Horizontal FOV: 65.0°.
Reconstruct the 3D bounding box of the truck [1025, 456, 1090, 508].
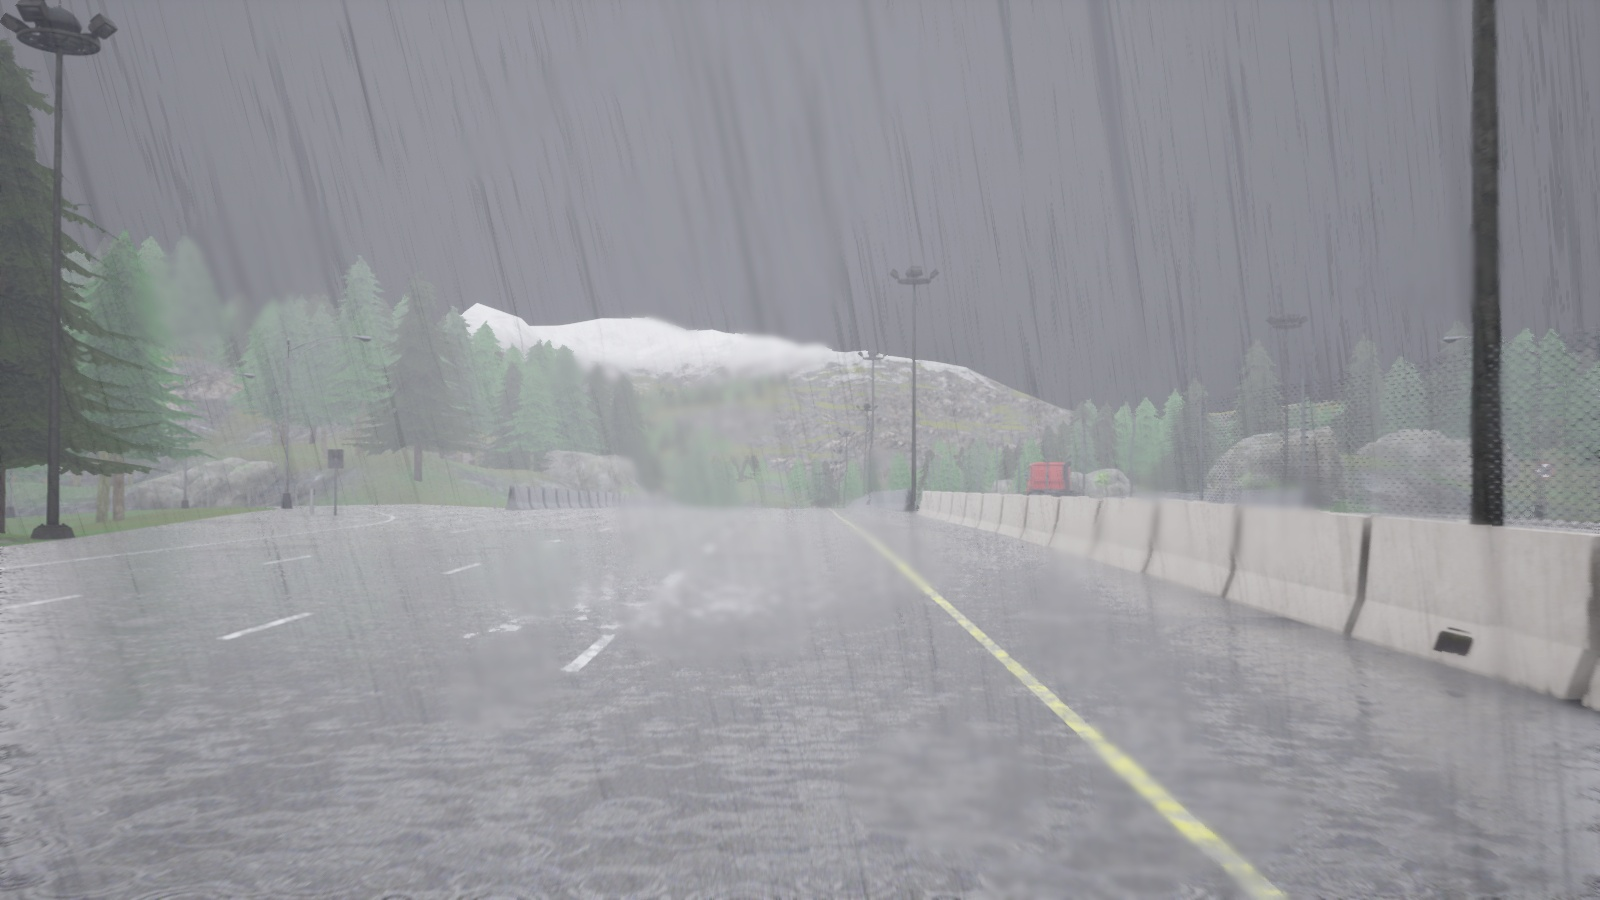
[{"bbox_3d":[17.754,2.287,87.113,2.891,3.462,7.936,0,-3,1],"label":"truck"}]
